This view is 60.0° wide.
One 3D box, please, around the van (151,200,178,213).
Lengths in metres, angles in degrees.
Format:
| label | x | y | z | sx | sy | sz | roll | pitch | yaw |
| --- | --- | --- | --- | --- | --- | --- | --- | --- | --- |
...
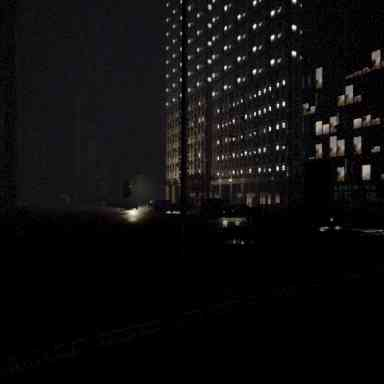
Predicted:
| label | x | y | z | sx | sy | sz | roll | pitch | yaw |
| --- | --- | --- | --- | --- | --- | --- | --- | --- | --- |
| van | -3.861 | 2.005 | 46.141 | 1.690 | 1.788 | 3.998 | -1 | -1 | -26 |

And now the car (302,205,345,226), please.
| label | x | y | z | sx | sy | sz | roll | pitch | yaw |
| --- | --- | --- | --- | --- | --- | --- | --- | --- | --- |
| car | 8.879 | 1.744 | 25.892 | 2.128 | 1.511 | 4.902 | 0 | -1 | -26 |

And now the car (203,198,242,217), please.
| label | x | y | z | sx | sy | sz | roll | pitch | yaw |
| --- | --- | --- | --- | --- | --- | --- | --- | --- | --- |
| car | 3.120 | 1.705 | 37.744 | 2.150 | 2.045 | 5.566 | 0 | -1 | -26 |

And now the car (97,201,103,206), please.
| label | x | y | z | sx | sy | sz | roll | pitch | yaw |
| --- | --- | --- | --- | --- | --- | --- | --- | --- | --- |
| car | -23.529 | 3.053 | 86.602 | 1.887 | 1.381 | 4.507 | -1 | -1 | -26 |

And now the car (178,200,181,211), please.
| label | x | y | z | sx | sy | sz | roll | pitch | yaw |
| --- | --- | --- | --- | --- | --- | --- | --- | --- | --- |
| car | -3.506 | 2.326 | 51.467 | 1.994 | 1.385 | 4.181 | 0 | -1 | -25 |

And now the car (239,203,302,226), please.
| label | x | y | z | sx | sy | sz | roll | pitch | yaw |
| --- | --- | --- | --- | --- | --- | --- | --- | --- | --- |
| car | 5.979 | 1.813 | 25.904 | 2.008 | 1.369 | 4.403 | -1 | -1 | -26 |

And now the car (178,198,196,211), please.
| label | x | y | z | sx | sy | sz | roll | pitch | yaw |
| --- | --- | --- | --- | --- | --- | --- | --- | --- | --- |
| car | -1.330 | 2.024 | 54.099 | 2.150 | 2.045 | 5.566 | 0 | -1 | -26 |

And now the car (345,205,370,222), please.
| label | x | y | z | sx | sy | sz | roll | pitch | yaw |
| --- | --- | --- | --- | --- | --- | --- | --- | --- | --- |
| car | 13.516 | 1.854 | 29.568 | 2.008 | 1.369 | 4.403 | -1 | -1 | -26 |

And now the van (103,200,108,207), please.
| label | x | y | z | sx | sy | sz | roll | pitch | yaw |
| --- | --- | --- | --- | --- | --- | --- | --- | --- | --- |
| van | -18.615 | 2.634 | 76.488 | 1.690 | 1.788 | 3.998 | -1 | -1 | -26 |

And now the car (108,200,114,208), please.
| label | x | y | z | sx | sy | sz | roll | pitch | yaw |
| --- | --- | --- | --- | --- | --- | --- | --- | --- | --- |
| car | -16.153 | 2.731 | 71.429 | 1.887 | 1.381 | 4.507 | -1 | -1 | -26 |

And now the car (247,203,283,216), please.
| label | x | y | z | sx | sy | sz | roll | pitch | yaw |
| --- | --- | --- | --- | --- | --- | --- | --- | --- | --- |
| car | 8.598 | 2.068 | 39.685 | 1.947 | 1.339 | 4.313 | -1 | -1 | -26 |

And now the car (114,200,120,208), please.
| label | x | y | z | sx | sy | sz | roll | pitch | yaw |
| --- | --- | --- | --- | --- | --- | --- | --- | --- | --- |
| car | -13.620 | 2.602 | 66.218 | 1.752 | 1.417 | 4.829 | -1 | -1 | -26 |

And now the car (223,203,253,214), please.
| label | x | y | z | sx | sy | sz | roll | pitch | yaw |
| --- | --- | --- | --- | --- | --- | --- | --- | --- | --- |
| car | 6.139 | 2.168 | 44.743 | 1.947 | 1.339 | 4.313 | -1 | -1 | -26 |

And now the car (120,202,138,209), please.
| label | x | y | z | sx | sy | sz | roll | pitch | yaw |
| --- | --- | --- | --- | --- | --- | --- | --- | --- | --- |
| car | -11.235 | 2.525 | 61.312 | 2.008 | 1.369 | 4.403 | -1 | -1 | -26 |

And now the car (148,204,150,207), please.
| label | x | y | z | sx | sy | sz | roll | pitch | yaw |
| --- | --- | --- | --- | --- | --- | --- | --- | --- | --- |
| car | -8.615 | 2.808 | 75.092 | 1.802 | 1.307 | 4.206 | -1 | -1 | -26 |
